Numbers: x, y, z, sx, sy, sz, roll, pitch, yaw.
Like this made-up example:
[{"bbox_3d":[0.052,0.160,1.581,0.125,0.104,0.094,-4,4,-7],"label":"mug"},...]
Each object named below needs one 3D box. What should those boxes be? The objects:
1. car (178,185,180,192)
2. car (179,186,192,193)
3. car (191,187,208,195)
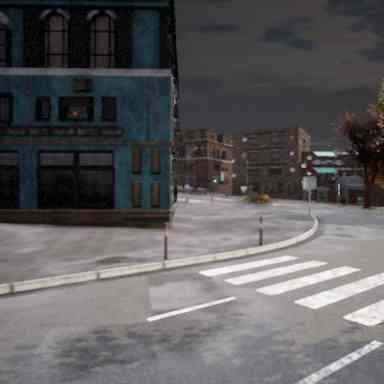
[{"bbox_3d":[-3.171,-0.786,70.921,1.946,1.575,5.366,6,2,11],"label":"car"},{"bbox_3d":[-0.552,-0.451,69.525,2.002,1.452,4.674,6,2,12],"label":"car"},{"bbox_3d":[2.030,-0.196,67.935,2.231,1.521,4.892,5,2,12],"label":"car"}]
